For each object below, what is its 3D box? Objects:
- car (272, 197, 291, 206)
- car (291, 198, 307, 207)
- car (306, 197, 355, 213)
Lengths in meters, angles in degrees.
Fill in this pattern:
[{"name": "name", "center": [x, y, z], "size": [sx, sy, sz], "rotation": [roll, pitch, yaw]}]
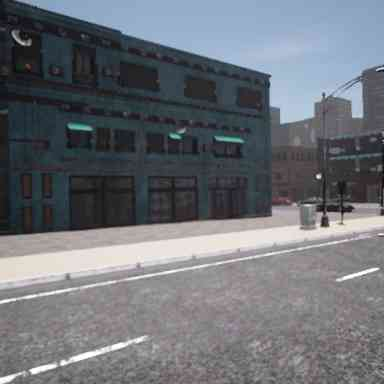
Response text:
[{"name": "car", "center": [13.511, 1.494, 51.069], "size": [1.802, 1.307, 4.206], "rotation": [-2, 1, -36]}, {"name": "car", "center": [16.747, 1.399, 46.578], "size": [2.008, 1.369, 4.403], "rotation": [-2, 1, -36]}, {"name": "car", "center": [14.731, 1.488, 34.839], "size": [1.947, 1.339, 4.313], "rotation": [-2, 1, -36]}]
